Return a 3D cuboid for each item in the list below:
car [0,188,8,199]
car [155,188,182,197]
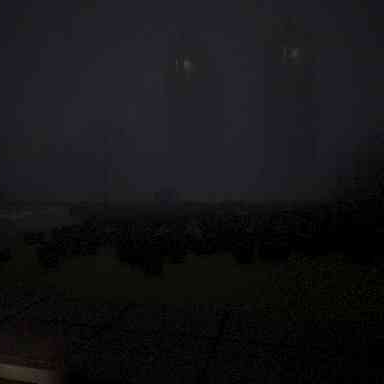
[{"bbox_3d":[-26.151,0.433,43.981,1.905,1.878,3.866,0,2,14],"label":"car"},{"bbox_3d":[-2.662,0.397,38.129,2.242,1.667,4.611,0,2,14],"label":"car"}]
